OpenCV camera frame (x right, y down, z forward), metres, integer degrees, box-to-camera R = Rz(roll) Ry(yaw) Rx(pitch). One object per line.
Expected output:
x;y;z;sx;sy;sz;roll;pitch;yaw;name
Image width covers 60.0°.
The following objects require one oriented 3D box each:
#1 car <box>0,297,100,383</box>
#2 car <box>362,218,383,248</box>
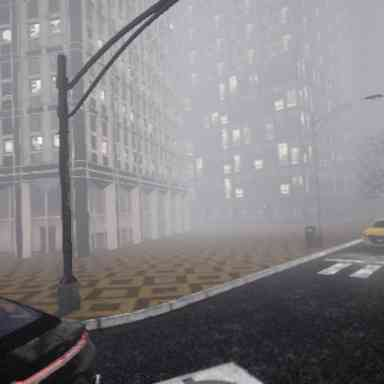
-3.470;1.912;3.569;4.902;1.511;2.128;-3;-3;12;car
10.872;2.160;18.268;1.882;1.535;5.008;-6;-5;41;car
